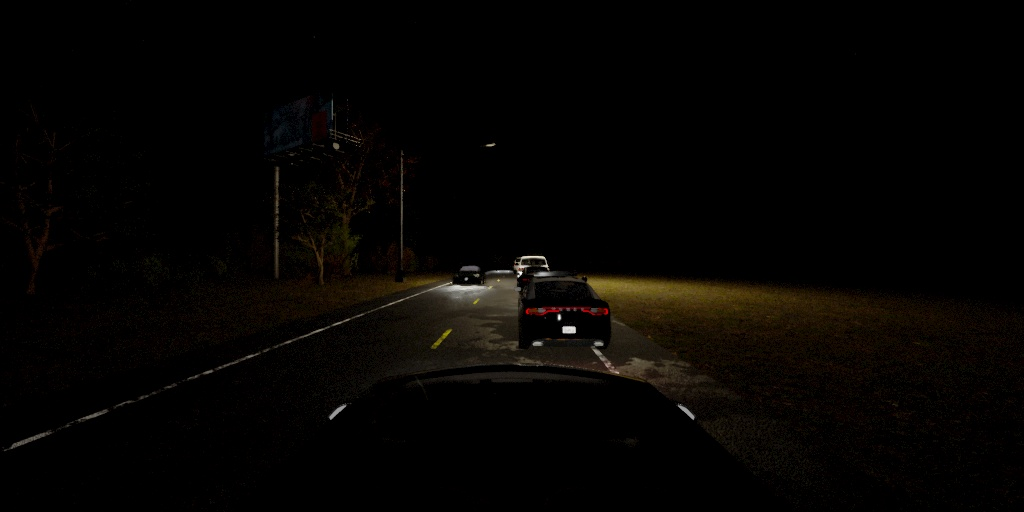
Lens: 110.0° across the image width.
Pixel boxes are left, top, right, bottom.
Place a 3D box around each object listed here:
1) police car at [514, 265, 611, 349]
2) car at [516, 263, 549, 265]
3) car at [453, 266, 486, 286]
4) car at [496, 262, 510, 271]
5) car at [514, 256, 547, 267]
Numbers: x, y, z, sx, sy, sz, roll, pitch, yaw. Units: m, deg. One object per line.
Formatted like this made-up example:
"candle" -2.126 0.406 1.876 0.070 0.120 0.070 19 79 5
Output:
"police car" 1.099 1.184 9.297 1.930 1.638 5.238 0 0 1
"car" 1.276 1.296 19.152 1.837 1.490 4.892 0 0 1
"car" -3.036 1.391 26.287 1.994 1.385 4.181 0 0 2
"car" -1.392 1.681 57.662 1.895 1.301 4.718 0 -1 4
"car" 1.445 1.044 25.161 2.150 2.045 5.566 0 0 2
